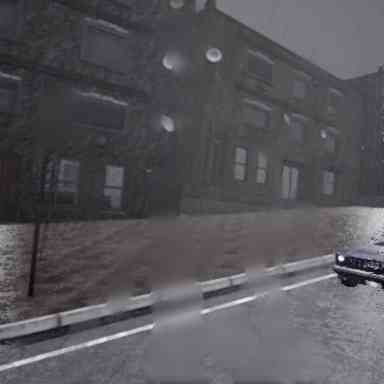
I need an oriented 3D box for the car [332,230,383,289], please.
[{"bbox_3d":[5.433,1.566,8.074,4.718,1.301,1.895,0,1,-37],"label":"car"}]
